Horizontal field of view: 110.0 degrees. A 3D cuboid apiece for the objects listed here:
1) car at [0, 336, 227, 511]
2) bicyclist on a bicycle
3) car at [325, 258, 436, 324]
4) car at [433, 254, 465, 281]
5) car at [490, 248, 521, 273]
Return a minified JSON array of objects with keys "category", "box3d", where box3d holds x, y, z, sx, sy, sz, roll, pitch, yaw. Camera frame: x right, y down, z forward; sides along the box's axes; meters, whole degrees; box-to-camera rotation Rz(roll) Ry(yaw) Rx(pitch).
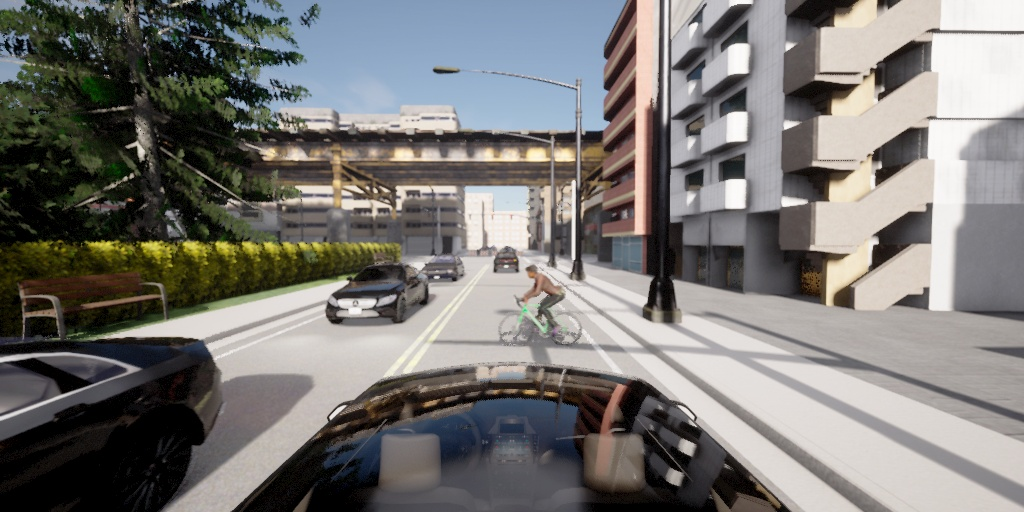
[{"category":"car","box3d":[-3.580,1.266,1.293,2.128,1.511,4.902,0,2,-1]},{"category":"bicyclist on a bicycle","box3d":[0.555,0.998,7.063,1.656,1.620,0.582,-1,2,-1]},{"category":"car","box3d":[-3.742,0.963,10.787,1.812,1.442,4.674,0,2,-1]},{"category":"car","box3d":[-3.910,0.617,21.146,2.033,1.411,5.357,0,2,-1]},{"category":"car","box3d":[-0.423,0.375,26.513,1.837,1.490,4.892,0,2,-1]}]
